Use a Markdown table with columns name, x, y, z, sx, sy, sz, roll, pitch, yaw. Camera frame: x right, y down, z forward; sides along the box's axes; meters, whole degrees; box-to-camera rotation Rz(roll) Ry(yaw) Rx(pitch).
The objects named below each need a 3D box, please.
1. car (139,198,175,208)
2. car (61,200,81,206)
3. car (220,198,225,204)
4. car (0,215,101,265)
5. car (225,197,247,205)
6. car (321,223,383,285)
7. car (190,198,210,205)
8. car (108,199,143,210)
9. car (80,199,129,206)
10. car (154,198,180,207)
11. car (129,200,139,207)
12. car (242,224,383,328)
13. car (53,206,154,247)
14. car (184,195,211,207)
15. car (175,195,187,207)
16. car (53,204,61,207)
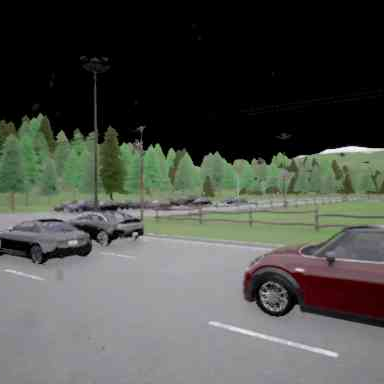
| name | x | y | z | sx | sy | sz | roll | pitch | yaw |
| --- | --- | --- | --- | --- | --- | --- | --- | --- | --- |
| car | -5.013 | 1.846 | 47.935 | 1.812 | 1.442 | 4.674 | -1 | 0 | 36 |
| car | -13.579 | 1.707 | 42.132 | 2.097 | 1.767 | 4.553 | -1 | 0 | 36 |
| car | 7.762 | 1.843 | 71.106 | 1.837 | 1.490 | 4.892 | -1 | 0 | 36 |
| car | -5.611 | 1.680 | 12.273 | 4.181 | 1.385 | 1.994 | -1 | 0 | 35 |
| car | 9.351 | 1.868 | 67.355 | 2.033 | 1.411 | 5.357 | -1 | 0 | 36 |
| car | 5.954 | 1.602 | 8.341 | 4.718 | 1.301 | 1.895 | -1 | 0 | 36 |
| car | 1.736 | 1.915 | 68.810 | 1.812 | 1.442 | 4.674 | -1 | 0 | 36 |
| car | -10.428 | 1.937 | 52.396 | 2.033 | 1.411 | 5.357 | -1 | 0 | 37 |
| car | -10.524 | 1.798 | 40.395 | 1.882 | 1.535 | 5.008 | -1 | 0 | 36 |
| car | -4.503 | 1.894 | 60.419 | 1.837 | 1.490 | 4.892 | -1 | 0 | 37 |
| car | -8.001 | 1.903 | 49.792 | 2.033 | 1.411 | 5.357 | -1 | 0 | 36 |
| car | 3.197 | 1.361 | 6.007 | 4.553 | 1.767 | 2.097 | -1 | 0 | 36 |
| car | -4.428 | 1.618 | 15.704 | 4.902 | 1.511 | 2.128 | -1 | 0 | 35 |
| car | 1.385 | 1.799 | 56.641 | 1.882 | 1.535 | 5.008 | -1 | -1 | 36 |
| car | -0.757 | 1.574 | 59.622 | 2.150 | 2.045 | 5.566 | -1 | 0 | 37 |
| car | -16.171 | 1.894 | 44.525 | 1.837 | 1.490 | 4.892 | -1 | 0 | 36 |
